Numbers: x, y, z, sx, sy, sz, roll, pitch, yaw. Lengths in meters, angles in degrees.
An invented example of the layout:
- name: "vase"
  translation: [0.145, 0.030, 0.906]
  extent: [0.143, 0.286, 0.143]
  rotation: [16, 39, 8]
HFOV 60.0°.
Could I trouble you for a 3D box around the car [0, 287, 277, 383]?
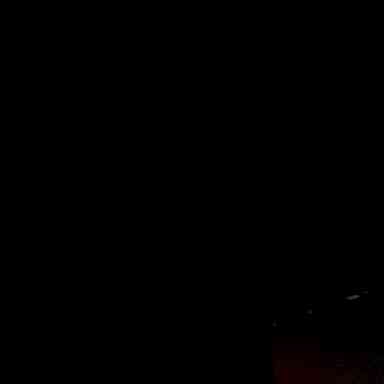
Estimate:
- name: "car"
  translation: [-1.663, 1.478, 1.889]
  extent: [5.008, 1.535, 1.882]
  rotation: [0, 0, -35]
